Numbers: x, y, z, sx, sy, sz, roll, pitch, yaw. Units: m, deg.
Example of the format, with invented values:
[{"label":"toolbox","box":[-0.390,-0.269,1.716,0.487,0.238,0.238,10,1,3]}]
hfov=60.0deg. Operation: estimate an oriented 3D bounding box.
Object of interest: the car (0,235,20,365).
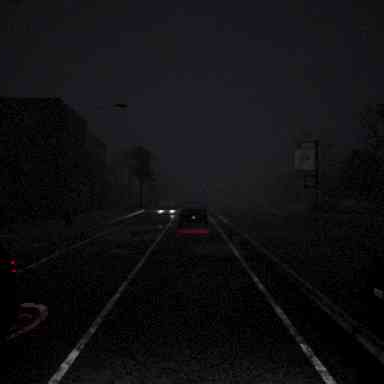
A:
[{"label":"car","box":[-3.349,1.211,2.139,2.150,2.045,5.566,0,0,0]}]

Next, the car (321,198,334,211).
[{"label":"car","box":[18.729,1.515,40.057,5.008,1.535,2.097,0,0,0]}]

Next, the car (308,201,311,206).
[{"label":"car","box":[18.728,1.569,46.607,4.674,1.452,2.002,0,0,0]}]

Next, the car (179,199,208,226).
[{"label":"car","box":[0.111,1.502,23.843,1.882,1.535,5.008,0,0,0]}]

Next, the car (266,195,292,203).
[{"label":"car","box":[18.791,1.454,70.943,4.553,1.767,2.185,0,0,0]}]

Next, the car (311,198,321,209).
[{"label":"car","box":[18.721,1.523,43.331,4.892,1.521,2.231,0,0,0]}]

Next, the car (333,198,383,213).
[{"label":"car","box":[18.717,1.549,36.909,4.674,1.452,2.002,0,0,0]}]

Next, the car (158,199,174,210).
[{"label":"car","box":[-3.318,1.599,44.092,1.812,1.442,4.674,0,0,0]}]

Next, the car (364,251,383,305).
[{"label":"car","box":[5.595,1.460,5.675,4.892,1.521,2.231,0,0,0]}]

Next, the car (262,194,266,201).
[{"label":"car","box":[18.722,1.628,74.113,4.674,1.452,2.002,0,0,0]}]
